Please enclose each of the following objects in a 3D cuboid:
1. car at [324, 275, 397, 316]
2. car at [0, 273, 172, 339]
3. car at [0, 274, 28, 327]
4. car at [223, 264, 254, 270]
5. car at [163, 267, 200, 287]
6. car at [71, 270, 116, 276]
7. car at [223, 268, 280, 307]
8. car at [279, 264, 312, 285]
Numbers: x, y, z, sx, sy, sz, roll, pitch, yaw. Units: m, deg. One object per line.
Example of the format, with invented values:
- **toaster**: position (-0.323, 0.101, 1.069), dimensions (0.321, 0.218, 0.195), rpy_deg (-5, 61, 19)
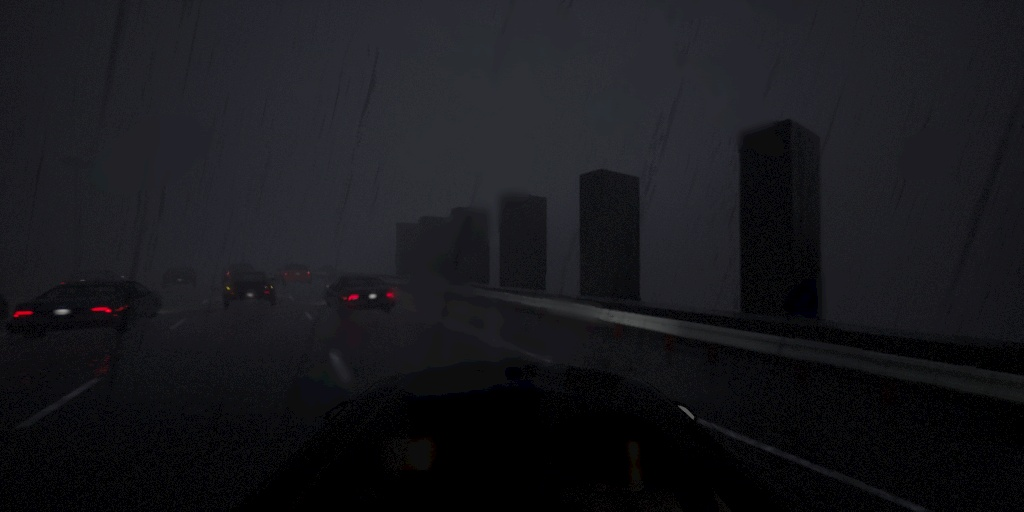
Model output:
- **car**: position (-6.174, 1.453, 14.341), dimensions (2.033, 1.411, 5.357), rpy_deg (1, -1, -34)
- **car**: position (-12.081, 1.401, 10.580), dimensions (2.033, 1.411, 5.357), rpy_deg (1, -1, -35)
- **car**: position (-15.351, 1.323, 9.127), dimensions (2.128, 1.511, 4.902), rpy_deg (1, -1, -35)
- **car**: position (-21.471, 1.423, 28.374), dimensions (2.097, 1.767, 4.553), rpy_deg (1, -1, -40)
- **car**: position (-24.882, 1.529, 26.973), dimensions (1.882, 1.535, 5.008), rpy_deg (1, -1, -41)
- **car**: position (-24.363, 1.523, 20.973), dimensions (2.033, 1.411, 5.357), rpy_deg (1, -1, -39)
- **car**: position (-12.101, 1.455, 16.614), dimensions (1.812, 1.442, 4.674), rpy_deg (1, -1, -36)
- **car**: position (-18.485, 1.450, 30.275), dimensions (2.097, 1.767, 4.553), rpy_deg (1, -1, -40)
